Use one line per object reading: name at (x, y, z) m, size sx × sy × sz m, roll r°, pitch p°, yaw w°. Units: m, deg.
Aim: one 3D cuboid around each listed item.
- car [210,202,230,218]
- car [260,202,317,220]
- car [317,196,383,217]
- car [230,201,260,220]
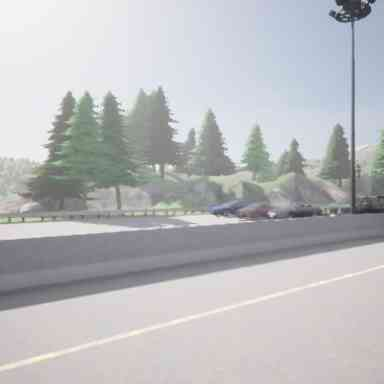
car at (4.114, 1.589, 31.947) m, size 5.008 × 1.535 × 1.882 m, roll 0°, pitch 0°, yaw -29°
car at (8.134, 1.582, 26.194) m, size 4.902 × 1.511 × 2.128 m, roll 0°, pitch 0°, yaw -29°
car at (12.257, 1.304, 24.528) m, size 5.566 × 2.045 × 2.150 m, roll 0°, pitch 0°, yaw -28°
car at (5.807, 1.664, 28.879) m, size 4.181 × 1.385 × 1.994 m, roll 0°, pitch 0°, yaw -29°
